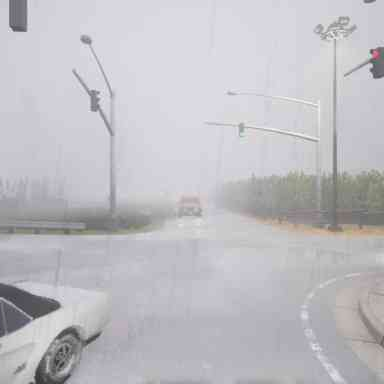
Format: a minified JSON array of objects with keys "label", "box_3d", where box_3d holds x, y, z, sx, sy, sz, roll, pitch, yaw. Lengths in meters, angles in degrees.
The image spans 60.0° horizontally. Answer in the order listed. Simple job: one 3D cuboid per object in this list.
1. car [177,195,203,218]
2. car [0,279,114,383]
[{"label":"car","box_3d":[-0.228,1.369,31.084,2.150,2.045,5.566,0,1,-3]},{"label":"car","box_3d":[-2.822,1.604,2.940,1.895,1.301,4.718,0,0,22]}]
